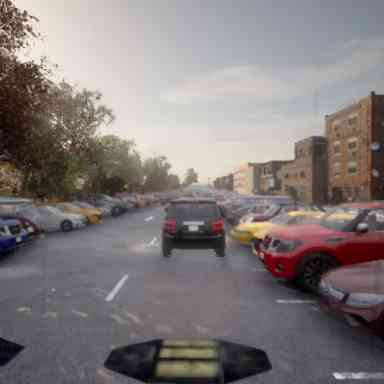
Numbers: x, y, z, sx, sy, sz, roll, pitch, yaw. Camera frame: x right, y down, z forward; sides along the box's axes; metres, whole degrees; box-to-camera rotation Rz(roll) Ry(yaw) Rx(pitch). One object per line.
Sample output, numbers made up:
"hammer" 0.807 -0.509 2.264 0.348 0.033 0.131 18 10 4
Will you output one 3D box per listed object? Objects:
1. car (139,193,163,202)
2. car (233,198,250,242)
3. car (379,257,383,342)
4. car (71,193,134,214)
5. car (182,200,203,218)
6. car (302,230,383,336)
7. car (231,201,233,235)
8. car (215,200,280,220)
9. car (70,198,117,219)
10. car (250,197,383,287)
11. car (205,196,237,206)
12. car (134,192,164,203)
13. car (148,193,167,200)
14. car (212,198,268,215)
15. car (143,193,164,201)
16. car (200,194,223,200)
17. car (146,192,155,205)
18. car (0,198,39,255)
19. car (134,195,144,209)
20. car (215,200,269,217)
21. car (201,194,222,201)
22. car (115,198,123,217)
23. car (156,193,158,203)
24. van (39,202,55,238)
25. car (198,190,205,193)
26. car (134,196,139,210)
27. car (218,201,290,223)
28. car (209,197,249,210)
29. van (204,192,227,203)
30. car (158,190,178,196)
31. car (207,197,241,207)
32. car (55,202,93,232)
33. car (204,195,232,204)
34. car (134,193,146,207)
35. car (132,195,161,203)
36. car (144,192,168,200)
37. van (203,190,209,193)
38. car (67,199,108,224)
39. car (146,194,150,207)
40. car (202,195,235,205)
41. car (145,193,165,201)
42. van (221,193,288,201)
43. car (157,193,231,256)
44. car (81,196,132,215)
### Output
"car" -8.536 1.170 69.532 4.553 1.767 2.185 0 0 0
"car" 4.565 1.342 16.533 4.553 1.767 2.185 0 0 0
"car" 4.568 1.518 2.740 4.792 1.488 2.163 0 0 0
"car" -8.524 1.187 30.543 5.566 2.045 2.435 0 0 0
"car" 0.065 1.484 30.327 1.812 1.442 4.674 0 0 0
"car" 4.540 1.528 5.525 4.674 1.452 2.002 0 0 0
"car" 4.526 1.464 19.441 4.892 1.521 2.231 0 0 0
"car" 4.534 1.444 27.791 5.008 1.535 2.097 0 0 0
"car" -8.556 1.452 24.973 4.892 1.521 2.231 0 0 0
"car" 4.508 1.231 8.308 5.566 2.045 2.435 0 0 0
"car" 4.513 1.367 52.843 4.892 1.521 2.231 0 0 0
"car" -8.594 1.057 66.622 5.566 2.045 2.435 0 0 0
"car" -8.542 1.110 83.457 4.553 1.767 2.185 0 0 0
"car" 4.712 1.427 33.358 5.366 1.575 1.946 0 0 0
"car" -8.601 1.147 74.977 4.553 1.767 2.185 0 0 0
"car" 4.694 1.245 80.674 5.366 1.575 1.946 0 0 0
"car" -8.531 1.135 47.253 5.566 2.045 2.435 0 0 0
"car" -8.516 1.227 11.048 5.566 2.045 2.435 0 0 0
"car" -8.550 1.414 38.897 5.008 1.535 2.097 0 0 0
"car" 4.525 1.478 30.575 4.674 1.452 2.002 0 0 0
"car" 4.480 1.289 77.891 4.792 1.488 2.163 0 0 0
"car" -8.579 1.474 27.756 4.792 1.488 2.163 0 0 0
"car" -8.533 1.373 58.392 4.792 1.488 2.163 0 0 0
"van" -8.429 1.247 13.833 4.442 1.987 1.878 0 0 0
"car" 4.543 1.068 63.974 5.566 2.045 2.435 0 0 0
"car" -8.557 1.462 36.113 4.674 1.452 2.002 0 0 0
"car" 4.525 1.450 25.008 5.008 1.535 2.097 0 0 0
"car" 4.553 1.435 41.709 4.792 1.488 2.163 0 0 0
"van" 4.630 1.082 66.633 4.442 1.987 1.878 0 0 0
"car" -3.601 1.112 51.549 2.150 2.045 5.566 0 0 0
"car" 4.519 1.426 47.275 4.674 1.452 2.002 0 0 0
"car" -8.550 1.503 19.403 4.674 1.452 2.002 0 0 0
"car" 4.523 1.344 58.409 4.892 1.521 2.231 0 0 0
"car" -8.524 1.280 41.681 4.553 1.767 2.185 0 0 0
"car" -8.750 1.318 63.838 5.366 1.575 1.946 0 0 0
"car" -8.600 0.997 80.671 5.566 2.045 2.435 0 0 0
"van" 4.633 1.106 61.191 4.442 1.987 1.878 0 0 0
"car" -8.554 1.457 22.188 5.008 1.535 2.097 0 0 0
"car" -8.562 1.396 44.467 5.008 1.535 2.097 0 0 0
"car" 4.333 1.351 55.625 5.366 1.575 1.946 0 0 0
"car" -8.602 1.135 77.761 4.553 1.767 2.185 0 0 0
"van" 4.414 1.231 22.224 4.442 1.987 1.878 0 0 0
"car" 0.061 1.217 13.157 2.150 2.045 5.566 0 0 0
"car" -8.522 1.305 33.327 4.553 1.767 2.185 0 0 0
